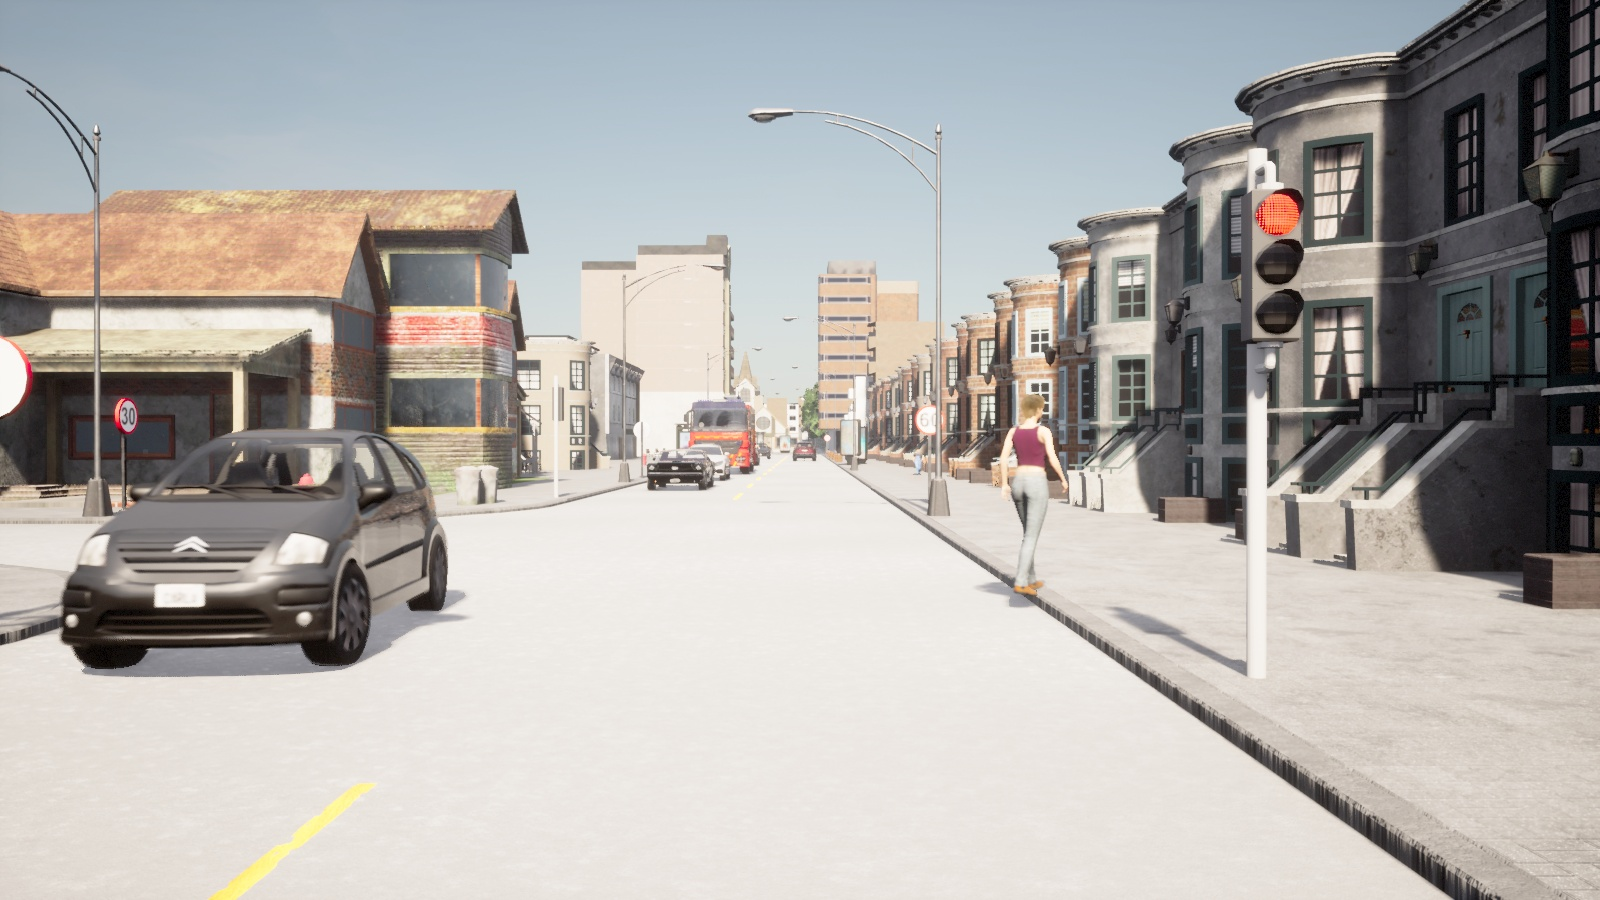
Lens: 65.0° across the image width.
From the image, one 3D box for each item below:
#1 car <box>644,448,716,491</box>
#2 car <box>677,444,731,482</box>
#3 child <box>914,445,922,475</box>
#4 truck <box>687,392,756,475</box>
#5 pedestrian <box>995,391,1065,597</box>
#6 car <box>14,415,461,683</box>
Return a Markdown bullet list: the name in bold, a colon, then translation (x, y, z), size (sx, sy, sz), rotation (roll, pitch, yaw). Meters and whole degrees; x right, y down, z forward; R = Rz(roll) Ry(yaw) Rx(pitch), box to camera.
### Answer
- **car**: translation (-3.852, 0.612, 41.032), size (1.895, 1.301, 4.718), rotation (0, 0, 0)
- **car**: translation (-3.820, 0.482, 50.824), size (1.812, 1.442, 4.674), rotation (0, 0, 0)
- **child**: translation (5.057, 0.436, 53.812), size (0.270, 1.263, 0.437), rotation (0, 0, -3)
- **truck**: translation (-3.776, -0.773, 62.368), size (2.891, 3.827, 8.468), rotation (0, 0, 0)
- **pedestrian**: translation (2.108, 0.391, 11.496), size (0.594, 1.836, 0.345), rotation (0, 0, -44)
- **car**: translation (-3.940, 0.587, 9.616), size (1.851, 1.617, 3.988), rotation (0, 0, -4)
